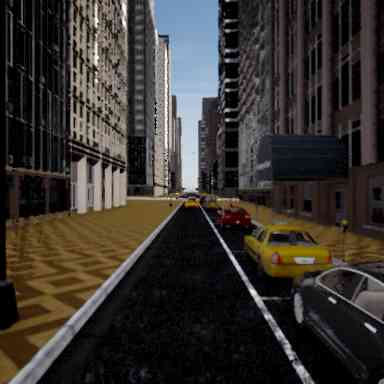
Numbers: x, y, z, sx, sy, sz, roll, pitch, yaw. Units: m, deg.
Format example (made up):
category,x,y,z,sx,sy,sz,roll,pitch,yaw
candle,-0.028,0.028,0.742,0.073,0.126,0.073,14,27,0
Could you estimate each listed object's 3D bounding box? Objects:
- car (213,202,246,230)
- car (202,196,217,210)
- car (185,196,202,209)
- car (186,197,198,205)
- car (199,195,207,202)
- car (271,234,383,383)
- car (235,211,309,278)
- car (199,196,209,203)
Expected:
category,x,y,z,sx,sy,sz,roll,pitch,yaw
car,2.563,1.540,20.835,1.887,1.381,4.507,0,0,0
car,2.563,1.512,43.211,1.752,1.417,4.829,0,0,0
car,0.012,1.463,45.499,1.882,1.535,5.008,0,0,0
car,-0.002,1.542,58.797,1.994,1.385,4.181,0,0,0
car,2.563,1.489,76.519,1.752,1.417,4.829,0,0,0
car,2.563,1.550,4.181,2.008,1.369,4.403,0,0,0
car,2.563,1.523,9.902,1.752,1.417,4.829,0,0,0
car,2.563,1.513,70.797,1.887,1.381,4.507,0,0,0
